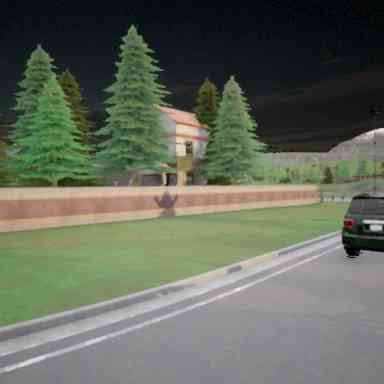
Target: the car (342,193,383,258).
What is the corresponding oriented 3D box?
[{"bbox_3d":[6.842,1.021,11.175,2.150,2.045,5.566,-1,1,41],"label":"car"}]
